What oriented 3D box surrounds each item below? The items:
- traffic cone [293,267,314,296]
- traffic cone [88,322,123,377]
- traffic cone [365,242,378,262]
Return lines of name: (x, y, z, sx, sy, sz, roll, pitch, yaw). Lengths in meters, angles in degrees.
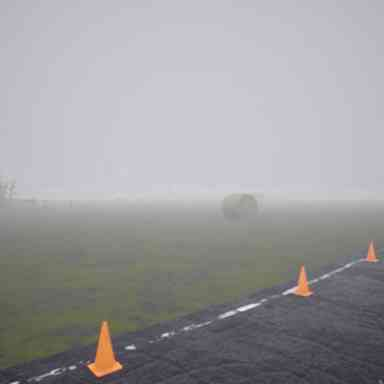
traffic cone: (2.485, 1.964, 7.427, 0.340, 0.580, 0.340, 0, 0, -43)
traffic cone: (-1.123, 1.980, 4.309, 0.340, 0.580, 0.340, 0, 0, -38)
traffic cone: (5.888, 1.951, 10.910, 0.340, 0.580, 0.340, -1, 0, 44)
